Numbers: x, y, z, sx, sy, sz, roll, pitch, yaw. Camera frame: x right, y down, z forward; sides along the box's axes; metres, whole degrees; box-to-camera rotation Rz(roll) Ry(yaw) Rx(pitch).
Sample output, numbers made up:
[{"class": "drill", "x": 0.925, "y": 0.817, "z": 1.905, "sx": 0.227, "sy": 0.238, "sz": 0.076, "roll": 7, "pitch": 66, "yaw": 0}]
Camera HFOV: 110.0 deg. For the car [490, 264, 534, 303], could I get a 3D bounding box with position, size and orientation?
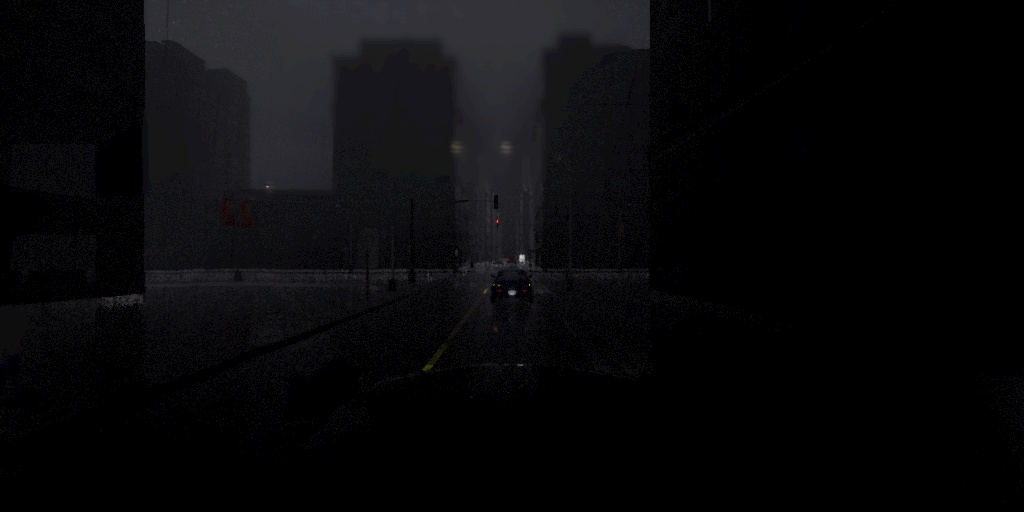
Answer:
[{"class": "car", "x": 0.000, "y": 1.283, "z": 16.500, "sx": 1.812, "sy": 1.442, "sz": 4.674, "roll": 0, "pitch": 0, "yaw": 0}]
